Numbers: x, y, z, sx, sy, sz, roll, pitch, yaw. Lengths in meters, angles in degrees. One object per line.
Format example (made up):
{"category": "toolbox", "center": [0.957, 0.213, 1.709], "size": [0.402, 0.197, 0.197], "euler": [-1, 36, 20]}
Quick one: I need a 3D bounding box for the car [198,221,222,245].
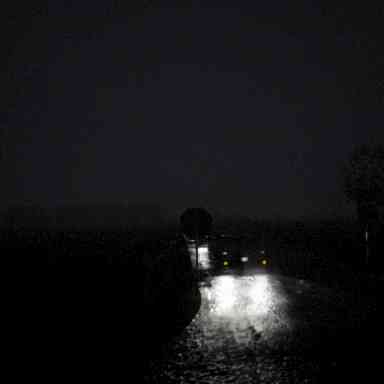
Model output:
{"category": "car", "center": [1.385, 2.912, 24.053], "size": [1.837, 1.490, 4.892], "euler": [-1, -3, -3]}

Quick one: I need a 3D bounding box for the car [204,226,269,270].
{"category": "car", "center": [1.816, 2.364, 14.017], "size": [1.994, 1.385, 4.181], "euler": [-1, -3, -3]}
